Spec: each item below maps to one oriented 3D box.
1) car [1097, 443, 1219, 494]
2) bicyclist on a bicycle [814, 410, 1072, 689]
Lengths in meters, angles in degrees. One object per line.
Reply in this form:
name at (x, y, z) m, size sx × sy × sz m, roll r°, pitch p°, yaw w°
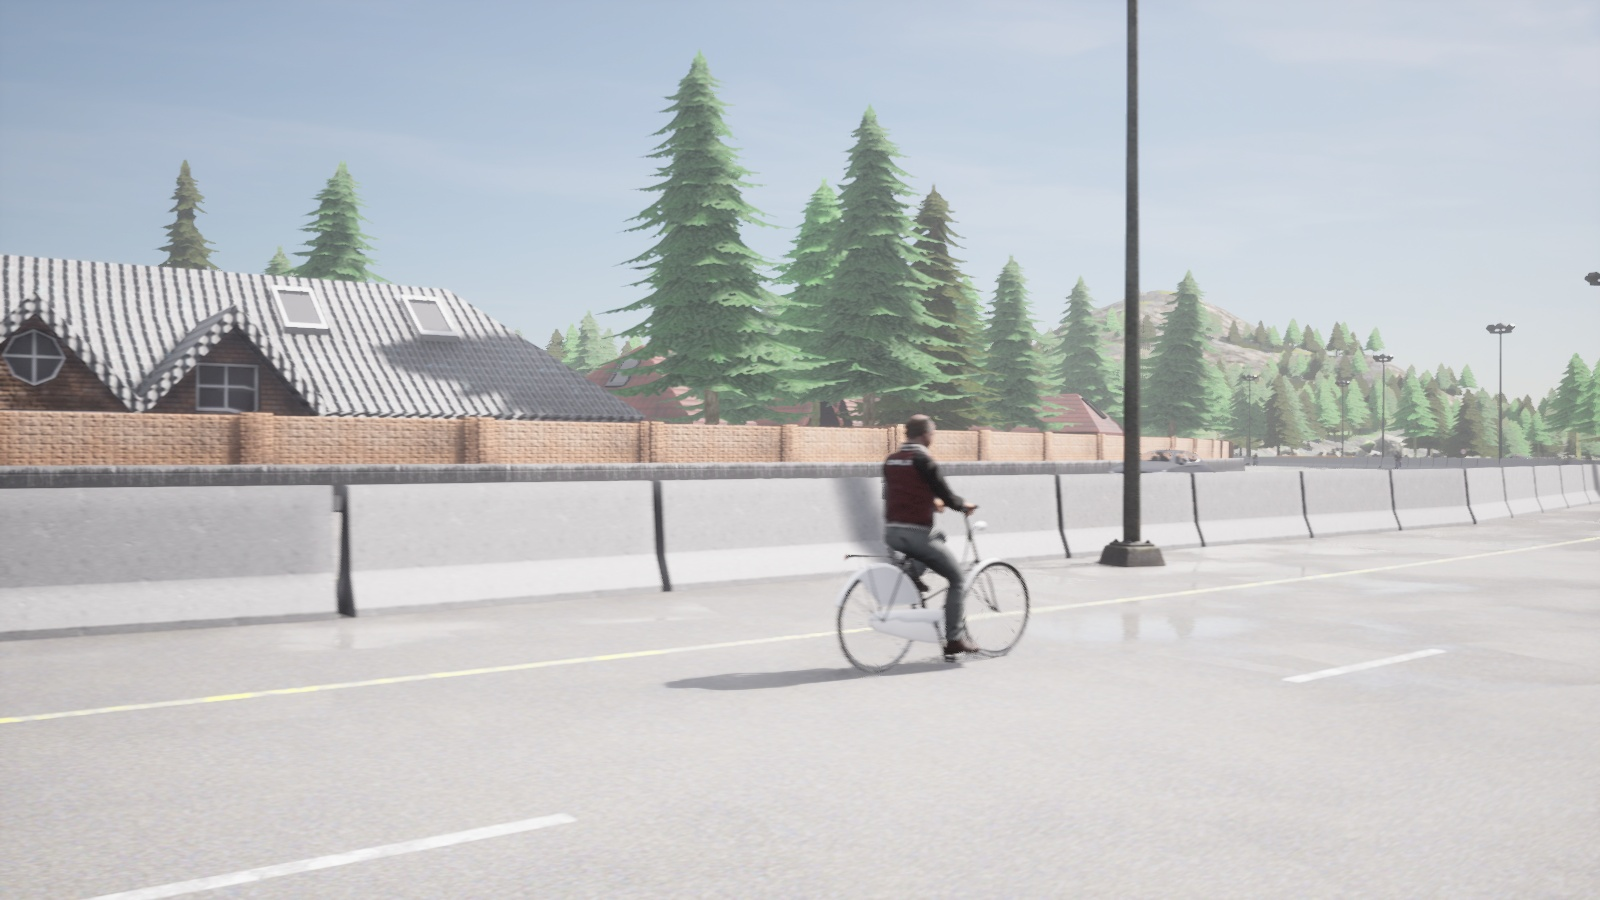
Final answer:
car at (12.414, 0.605, 43.332) m, size 2.152 × 1.651 × 5.027 m, roll 0°, pitch 0°, yaw 41°
bicyclist on a bicycle at (1.035, 0.635, 8.825) m, size 1.843 × 1.776 × 0.659 m, roll 0°, pitch 0°, yaw -37°
